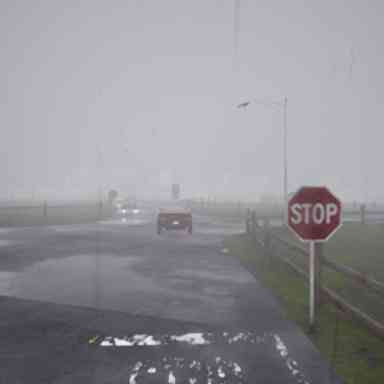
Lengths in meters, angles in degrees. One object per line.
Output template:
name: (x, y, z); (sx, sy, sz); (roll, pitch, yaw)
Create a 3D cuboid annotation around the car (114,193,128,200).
car: (-16.775, 1.016, 78.387); (2.128, 1.511, 4.902); (0, 0, -24)

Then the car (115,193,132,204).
car: (-12.211, 1.270, 58.189); (1.882, 1.535, 5.008); (0, 0, -17)

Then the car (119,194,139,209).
car: (-8.062, 1.380, 42.966); (1.837, 1.490, 4.892); (0, 0, -13)

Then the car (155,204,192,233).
car: (-1.091, 1.446, 19.439); (1.882, 1.535, 5.008); (1, 0, -6)

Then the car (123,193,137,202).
car: (-12.951, 1.075, 68.997); (2.097, 1.767, 4.553); (0, 0, -22)
